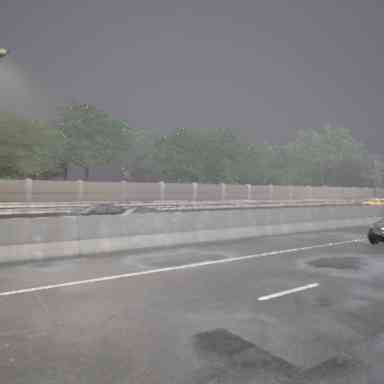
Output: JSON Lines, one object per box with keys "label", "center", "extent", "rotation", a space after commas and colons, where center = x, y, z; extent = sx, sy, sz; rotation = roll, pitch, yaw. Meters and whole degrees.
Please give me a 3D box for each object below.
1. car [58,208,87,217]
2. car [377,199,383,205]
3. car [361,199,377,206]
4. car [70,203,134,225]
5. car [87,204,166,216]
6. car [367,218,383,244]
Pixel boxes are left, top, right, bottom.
{"label": "car", "center": [-5.939, 1.517, 21.254], "extent": [5.008, 1.535, 1.882], "rotation": [0, 0, -36]}
{"label": "car", "center": [27.822, 1.729, 45.318], "extent": [5.008, 1.535, 1.882], "rotation": [0, 0, -35]}
{"label": "car", "center": [26.910, 1.737, 48.957], "extent": [5.008, 1.535, 1.882], "rotation": [0, 0, -35]}
{"label": "car", "center": [-6.723, 1.611, 24.995], "extent": [4.181, 1.385, 1.994], "rotation": [0, 0, -36]}
{"label": "car", "center": [-3.202, 1.569, 18.908], "extent": [4.674, 1.442, 1.812], "rotation": [1, 0, -36]}
{"label": "car", "center": [9.793, 1.651, 15.037], "extent": [4.181, 1.385, 1.994], "rotation": [0, 0, -36]}
